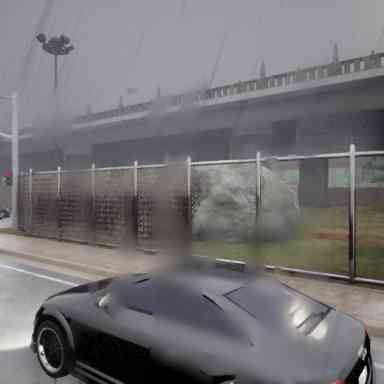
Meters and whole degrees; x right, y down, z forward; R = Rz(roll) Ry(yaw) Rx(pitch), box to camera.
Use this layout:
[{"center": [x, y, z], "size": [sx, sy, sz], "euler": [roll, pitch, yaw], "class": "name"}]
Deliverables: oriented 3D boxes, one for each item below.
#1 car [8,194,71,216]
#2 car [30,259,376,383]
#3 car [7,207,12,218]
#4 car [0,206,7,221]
[{"center": [-15.497, 1.277, 34.188], "size": [2.150, 2.045, 5.566], "euler": [0, 0, 35], "class": "car"}, {"center": [-0.131, 1.564, 4.083], "size": [4.181, 1.385, 1.994], "euler": [0, 0, 36], "class": "car"}, {"center": [-16.782, 1.407, 26.106], "size": [2.097, 1.767, 4.553], "euler": [0, 0, 38], "class": "car"}, {"center": [-7.811, 1.221, 9.532], "size": [5.566, 2.045, 2.150], "euler": [0, 0, 36], "class": "car"}]
